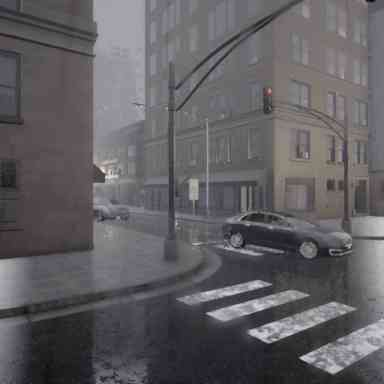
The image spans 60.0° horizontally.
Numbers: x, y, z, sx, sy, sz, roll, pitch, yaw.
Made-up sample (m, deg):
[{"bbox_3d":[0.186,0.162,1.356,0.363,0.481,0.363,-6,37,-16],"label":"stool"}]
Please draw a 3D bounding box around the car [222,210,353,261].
[{"bbox_3d":[3.339,1.464,12.412,4.892,1.490,1.837,2,1,44],"label":"car"}]

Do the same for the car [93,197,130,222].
[{"bbox_3d":[-6.460,1.222,25.127,2.097,1.767,4.553,0,0,-36],"label":"car"}]
